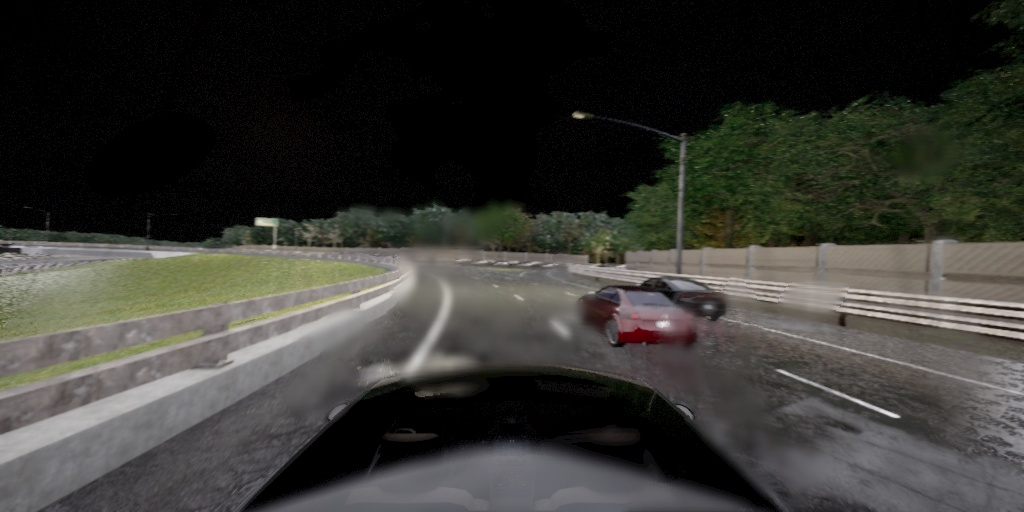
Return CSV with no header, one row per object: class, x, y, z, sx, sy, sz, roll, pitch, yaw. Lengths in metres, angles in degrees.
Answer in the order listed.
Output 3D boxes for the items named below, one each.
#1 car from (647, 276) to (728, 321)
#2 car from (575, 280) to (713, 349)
car,6.172,1.543,14.205,1.882,1.535,5.008,3,0,-7
car,3.164,1.485,9.879,1.994,1.385,4.181,2,0,-5
